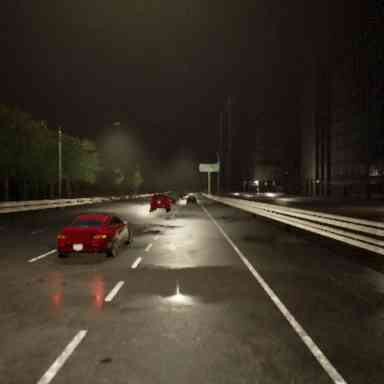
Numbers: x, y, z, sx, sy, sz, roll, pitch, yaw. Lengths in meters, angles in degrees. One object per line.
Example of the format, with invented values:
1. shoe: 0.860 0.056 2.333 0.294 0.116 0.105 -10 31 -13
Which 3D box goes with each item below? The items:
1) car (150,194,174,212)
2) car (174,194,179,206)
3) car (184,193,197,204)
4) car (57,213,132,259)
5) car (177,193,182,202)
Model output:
1. car: -3.566 1.241 38.575 2.150 2.045 5.566 0 0 0
2. car: -3.649 1.529 56.539 1.837 1.490 4.892 0 0 0
3. car: -0.087 1.499 63.271 1.882 1.535 5.008 0 0 0
4. car: -3.505 1.529 12.529 1.812 1.442 4.674 0 0 0
5. car: -3.759 1.573 74.563 1.994 1.385 4.181 0 0 0
